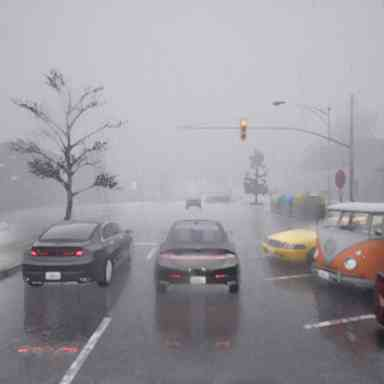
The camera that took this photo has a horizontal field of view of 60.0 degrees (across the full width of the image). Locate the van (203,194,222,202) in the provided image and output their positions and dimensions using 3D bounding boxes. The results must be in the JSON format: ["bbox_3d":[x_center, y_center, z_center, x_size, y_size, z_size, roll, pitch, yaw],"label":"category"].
[{"bbox_3d":[5.170,1.607,84.164,4.442,1.987,1.878,1,-1,-20],"label":"van"}]

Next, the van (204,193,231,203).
[{"bbox_3d":[5.118,1.139,63.322,4.442,1.987,1.878,1,-1,-20],"label":"van"}]

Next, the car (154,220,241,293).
[{"bbox_3d":[0.120,1.481,8.820,2.128,1.511,4.902,0,0,0],"label":"car"}]

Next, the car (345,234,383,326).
[{"bbox_3d":[5.108,1.515,5.127,4.792,1.488,2.163,1,0,-20],"label":"car"}]

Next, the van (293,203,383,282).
[{"bbox_3d":[4.983,1.255,8.054,4.442,1.987,1.878,1,0,-20],"label":"van"}]

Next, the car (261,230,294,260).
[{"bbox_3d":[4.924,1.474,11.013,5.366,1.575,1.946,1,0,-20],"label":"car"}]

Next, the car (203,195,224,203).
[{"bbox_3d":[5.299,1.644,81.236,4.553,1.767,2.185,1,-1,-20],"label":"car"}]

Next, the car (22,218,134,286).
[{"bbox_3d":[-2.878,1.494,9.329,1.837,1.490,4.892,0,0,0],"label":"car"}]

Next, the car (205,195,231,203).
[{"bbox_3d":[5.226,1.474,66.339,4.674,1.452,2.002,1,-2,-20],"label":"car"}]

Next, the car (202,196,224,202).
[{"bbox_3d":[5.454,1.903,87.248,5.366,1.575,1.946,1,-2,-20],"label":"car"}]

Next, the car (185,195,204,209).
[{"bbox_3d":[0.182,1.283,42.185,1.837,1.490,4.892,-1,0,0],"label":"car"}]
